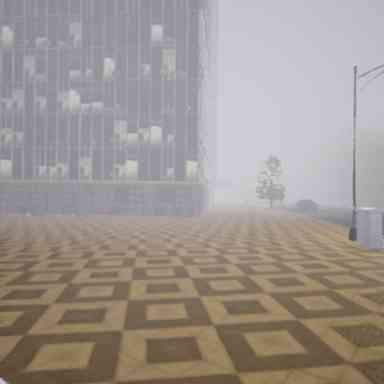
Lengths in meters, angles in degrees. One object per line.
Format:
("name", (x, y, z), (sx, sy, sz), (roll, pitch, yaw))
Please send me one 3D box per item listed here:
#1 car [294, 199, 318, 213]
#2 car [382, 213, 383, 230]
("car", (13.672, 1.623, 39.976), (1.882, 1.535, 5.008), (1, 0, 5))
("car", (11.495, 1.613, 18.119), (2.033, 1.411, 5.357), (1, 0, 6))
